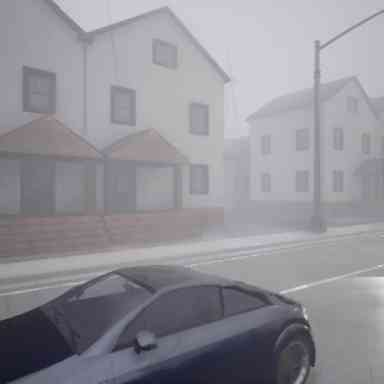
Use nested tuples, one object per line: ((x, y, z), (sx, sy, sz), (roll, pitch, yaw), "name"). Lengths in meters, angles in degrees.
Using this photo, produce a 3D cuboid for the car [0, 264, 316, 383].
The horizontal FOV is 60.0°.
((-0.555, 1.579, 3.596), (4.181, 1.385, 1.994), (0, 0, -36), "car")
